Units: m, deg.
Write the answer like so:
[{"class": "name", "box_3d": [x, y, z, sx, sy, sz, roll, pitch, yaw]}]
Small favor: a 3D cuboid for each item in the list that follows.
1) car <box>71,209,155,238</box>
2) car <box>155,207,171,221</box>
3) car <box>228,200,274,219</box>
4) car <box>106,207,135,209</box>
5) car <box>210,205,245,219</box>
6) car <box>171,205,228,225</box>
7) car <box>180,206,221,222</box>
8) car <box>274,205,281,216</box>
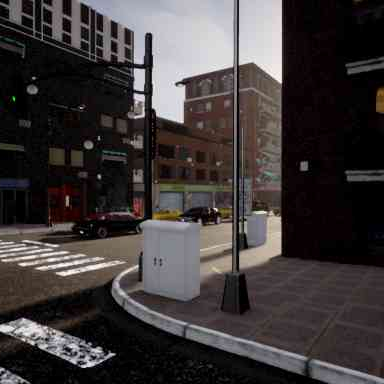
[{"class": "car", "box_3d": [-4.661, 1.881, 19.647, 1.895, 1.301, 4.718, 0, -1, 35]}, {"class": "car", "box_3d": [-2.352, 1.944, 27.514, 1.752, 1.417, 4.829, -1, -2, 35]}, {"class": "car", "box_3d": [6.380, 1.866, 35.485, 2.150, 2.045, 5.566, 0, -1, 35]}, {"class": "car", "box_3d": [-5.413, 1.758, 23.125, 1.967, 1.590, 4.097, -1, -2, 35]}, {"class": "car", "box_3d": [3.964, 2.153, 36.577, 1.752, 1.417, 4.829, -1, -2, 35]}, {"class": "car", "box_3d": [0.701, 1.962, 27.337, 1.837, 1.490, 4.892, 0, -1, 35]}, {"class": "car", "box_3d": [0.903, 2.092, 32.184, 1.947, 1.339, 4.313, -1, -2, 35]}, {"class": "car", "box_3d": [12.504, 2.394, 44.200, 2.033, 1.411, 5.357, 0, -1, 35]}]
